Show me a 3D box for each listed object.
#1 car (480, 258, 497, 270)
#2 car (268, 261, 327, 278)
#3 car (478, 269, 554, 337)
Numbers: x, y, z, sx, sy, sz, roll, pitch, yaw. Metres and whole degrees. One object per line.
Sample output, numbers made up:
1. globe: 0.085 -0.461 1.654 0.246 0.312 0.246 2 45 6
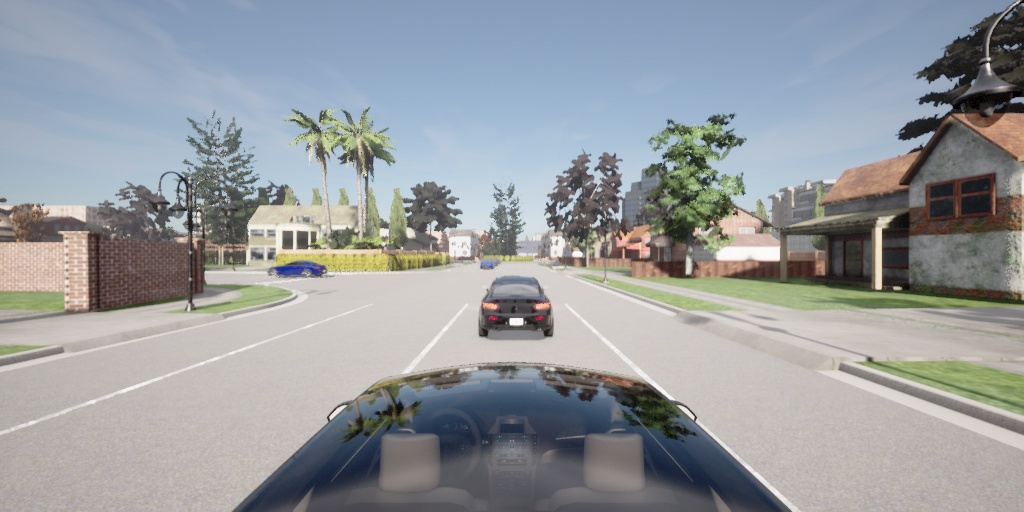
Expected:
1. car: -3.614 1.193 52.188 1.882 1.535 5.008 0 0 0
2. car: -18.380 1.114 30.845 4.674 1.442 1.812 0 0 3
3. car: 0.096 1.270 10.152 1.812 1.442 4.674 0 0 0
